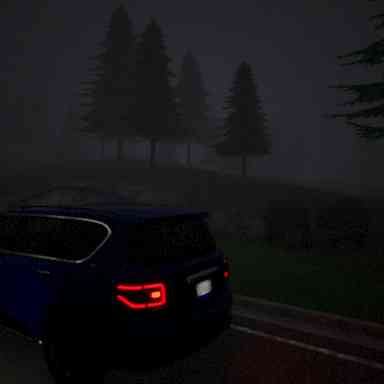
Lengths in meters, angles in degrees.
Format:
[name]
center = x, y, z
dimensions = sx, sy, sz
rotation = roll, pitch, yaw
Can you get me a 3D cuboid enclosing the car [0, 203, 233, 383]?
[car]
center = -2.039, 1.202, 5.446
dimensions = 5.566, 2.045, 2.150
rotation = 0, 0, 36
